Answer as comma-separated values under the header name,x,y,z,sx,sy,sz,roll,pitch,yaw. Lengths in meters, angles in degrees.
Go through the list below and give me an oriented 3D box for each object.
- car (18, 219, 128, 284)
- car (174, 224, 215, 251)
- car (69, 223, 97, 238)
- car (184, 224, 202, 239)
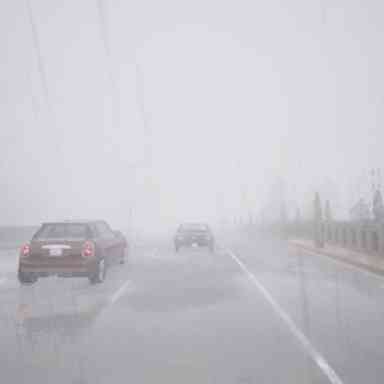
name,x,y,z,sx,sy,sz,roll,pitch,yaw
car,-3.396,1.615,10.427,2.097,1.767,4.553,0,-3,0
car,0.107,2.288,17.313,1.895,1.301,4.718,0,-4,0
car,-13.994,4.966,43.025,2.097,1.767,4.553,0,-7,0
car,0.114,4.139,35.014,1.812,1.442,4.674,0,-7,0
